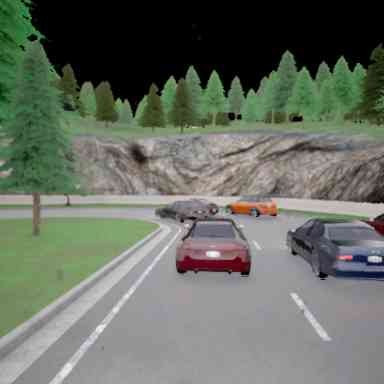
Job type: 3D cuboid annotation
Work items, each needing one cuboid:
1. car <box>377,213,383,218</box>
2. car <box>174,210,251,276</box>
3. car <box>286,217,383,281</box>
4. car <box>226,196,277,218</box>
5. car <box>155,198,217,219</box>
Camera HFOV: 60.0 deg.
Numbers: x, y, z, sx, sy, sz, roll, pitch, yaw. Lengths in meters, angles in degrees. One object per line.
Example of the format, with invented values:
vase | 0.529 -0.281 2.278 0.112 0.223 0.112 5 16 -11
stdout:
car | 7.825 1.390 12.128 1.882 1.535 5.008 0 0 4
car | 0.662 1.464 10.090 1.994 1.385 4.181 0 0 4
car | 4.135 1.468 9.667 2.033 1.411 5.357 0 1 4
car | 4.791 1.098 27.379 2.097 1.767 4.553 0 1 -32
car | -0.754 1.311 23.284 2.033 1.411 5.357 0 1 -29
